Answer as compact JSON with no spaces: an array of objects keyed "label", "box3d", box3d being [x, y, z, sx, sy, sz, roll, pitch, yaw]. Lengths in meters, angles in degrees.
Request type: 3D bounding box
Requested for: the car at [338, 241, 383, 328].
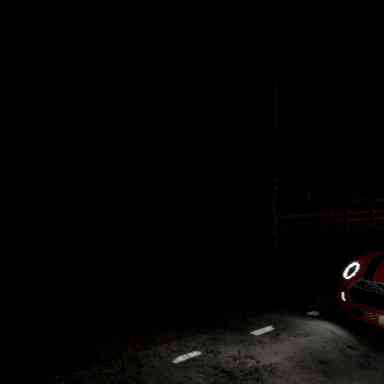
[{"label":"car","box3d":[4.836,1.412,6.392,4.553,1.767,2.097,0,0,-35]}]
